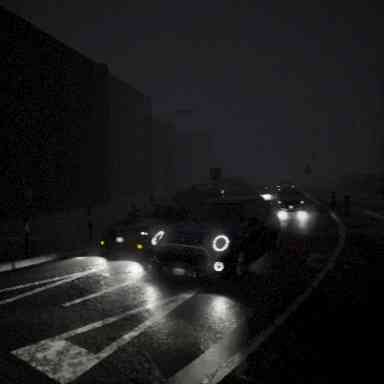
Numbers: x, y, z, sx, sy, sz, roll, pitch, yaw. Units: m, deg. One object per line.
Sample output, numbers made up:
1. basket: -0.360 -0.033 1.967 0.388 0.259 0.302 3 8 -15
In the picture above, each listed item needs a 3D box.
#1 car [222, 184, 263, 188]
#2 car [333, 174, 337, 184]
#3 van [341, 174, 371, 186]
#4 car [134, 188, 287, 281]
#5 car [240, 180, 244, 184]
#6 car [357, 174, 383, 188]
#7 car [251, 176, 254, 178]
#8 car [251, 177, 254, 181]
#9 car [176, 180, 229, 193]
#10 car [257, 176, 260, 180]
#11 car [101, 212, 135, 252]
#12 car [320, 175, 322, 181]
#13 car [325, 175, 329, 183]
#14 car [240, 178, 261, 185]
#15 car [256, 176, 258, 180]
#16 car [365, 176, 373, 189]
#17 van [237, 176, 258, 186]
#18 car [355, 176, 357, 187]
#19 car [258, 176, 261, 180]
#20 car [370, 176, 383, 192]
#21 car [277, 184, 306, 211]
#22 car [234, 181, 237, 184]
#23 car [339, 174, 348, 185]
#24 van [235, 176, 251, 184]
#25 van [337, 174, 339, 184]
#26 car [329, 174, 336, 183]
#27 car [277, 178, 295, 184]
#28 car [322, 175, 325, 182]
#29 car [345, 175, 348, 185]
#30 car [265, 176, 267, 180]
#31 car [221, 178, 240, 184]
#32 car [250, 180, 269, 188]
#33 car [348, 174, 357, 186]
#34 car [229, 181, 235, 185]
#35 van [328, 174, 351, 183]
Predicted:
1. car: 3.529 0.446 22.599 1.837 1.490 4.892 -1 3 16
2. car: 30.820 -2.225 64.991 4.674 1.452 2.002 -1 3 15
3. van: 29.265 -2.194 59.519 4.442 1.987 1.878 -1 3 15
4. car: 0.827 0.959 8.827 2.097 1.767 4.553 0 3 30
5. car: 3.315 -0.358 39.576 4.892 1.521 2.231 -1 3 15
6. car: 25.184 -1.325 43.371 5.566 2.045 2.435 -1 3 15
7. car: 7.462 -1.375 55.559 4.553 1.767 2.185 -1 3 15
8. car: 6.794 -1.102 52.895 5.008 1.535 2.097 -1 3 15
9. car: 0.563 0.082 28.895 4.553 1.767 2.185 -1 3 15
10. car: 10.980 -1.969 68.876 4.892 1.521 2.231 -1 3 15
11. car: -1.110 1.112 11.355 1.994 1.385 4.181 0 3 30
12. car: 34.977 -3.351 80.971 5.566 2.045 2.435 -1 3 15
13. car: 32.867 -2.935 72.919 5.566 2.045 2.435 -1 3 15
14. car: 14.460 -2.663 82.196 4.892 1.521 2.231 -1 3 15
15. car: 9.589 -1.684 63.548 4.892 1.521 2.231 -1 3 15
16. car: 24.465 -0.922 40.706 4.892 1.521 2.231 -1 3 15
17. van: 12.506 -2.484 74.284 4.442 1.987 1.878 -1 3 15
18. car: 26.045 -1.231 46.029 5.366 1.575 1.946 -1 3 15
19. car: 11.676 -2.110 71.539 4.892 1.521 2.231 -1 3 15
20. car: 23.782 -0.778 38.145 5.008 1.535 2.097 -1 3 15
21. car: 6.732 0.404 22.868 2.033 1.411 5.357 -1 3 15
22. car: 1.931 -0.032 34.242 4.674 1.452 2.002 -1 3 15
23. car: 28.701 -2.073 56.795 5.566 2.045 2.435 -1 3 15
24. van: 6.211 -1.181 50.189 4.442 1.987 1.878 -1 3 15
25. van: 30.194 -2.341 62.142 4.442 1.987 1.878 -1 3 15
26. car: 32.190 -2.542 70.238 4.892 1.521 2.231 -1 3 15
27. car: 11.923 -0.822 42.281 2.097 1.767 4.553 -1 3 15
28. car: 34.128 -2.963 78.339 5.366 1.575 1.946 -1 3 15
29. car: 27.974 -1.635 54.132 4.674 1.452 2.002 -1 3 15
30. car: 17.205 -3.450 92.851 5.566 2.045 2.435 -1 3 15
31. car: 2.651 -0.340 36.892 4.553 1.767 2.185 -1 3 15
32. car: 8.704 -0.481 41.863 1.895 1.301 4.718 -1 3 15
33. car: 26.567 -1.633 48.877 5.566 2.045 2.435 -1 3 15
34. car: 1.227 0.070 31.579 5.008 1.535 2.097 -1 3 15
35. van: 33.486 -3.048 75.626 4.442 1.987 1.878 -1 3 15
